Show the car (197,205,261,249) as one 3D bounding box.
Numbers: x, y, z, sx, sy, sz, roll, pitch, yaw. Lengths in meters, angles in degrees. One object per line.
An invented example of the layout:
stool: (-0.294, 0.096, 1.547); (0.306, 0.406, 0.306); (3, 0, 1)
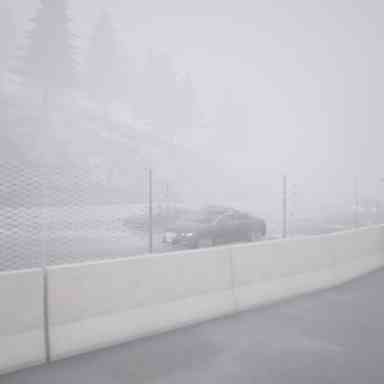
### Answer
car: (1.068, 1.515, 13.785); (4.902, 1.511, 2.128); (0, 0, -39)

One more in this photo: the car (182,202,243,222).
car: (1.846, 1.595, 28.160); (5.357, 1.411, 2.033); (0, 0, -42)
